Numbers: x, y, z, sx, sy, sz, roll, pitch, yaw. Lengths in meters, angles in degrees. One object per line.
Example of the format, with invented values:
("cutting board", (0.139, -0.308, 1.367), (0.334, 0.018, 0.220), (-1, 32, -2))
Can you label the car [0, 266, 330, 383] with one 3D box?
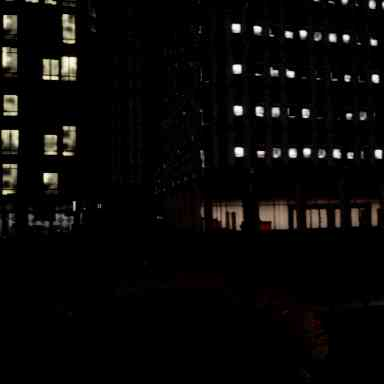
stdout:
("car", (-0.670, 1.724, 4.415), (4.829, 1.417, 1.752), (-1, -2, -12))
